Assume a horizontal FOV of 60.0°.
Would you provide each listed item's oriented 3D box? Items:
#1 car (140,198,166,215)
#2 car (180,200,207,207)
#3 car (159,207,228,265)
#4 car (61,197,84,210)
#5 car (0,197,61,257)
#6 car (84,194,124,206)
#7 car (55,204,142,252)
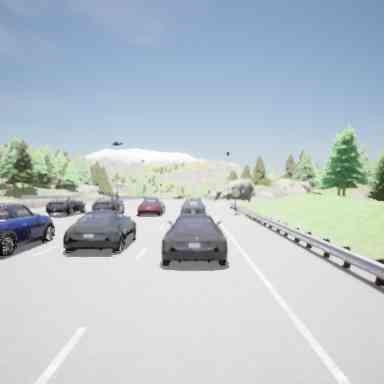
[{"bbox_3d":[-3.365,1.219,28.156,1.994,1.385,4.181,0,0,0],"label":"car"},{"bbox_3d":[0.098,1.249,23.859,2.033,1.411,5.357,0,1,1],"label":"car"},{"bbox_3d":[0.089,1.420,11.154,1.994,1.385,4.181,0,1,1],"label":"car"},{"bbox_3d":[-10.371,1.144,27.610,2.128,1.511,4.902,0,1,1],"label":"car"},{"bbox_3d":[-6.903,1.191,12.293,2.097,1.767,4.553,0,1,0],"label":"car"},{"bbox_3d":[-6.871,1.148,27.616,2.128,1.511,4.902,0,1,1],"label":"car"},{"bbox_3d":[-3.398,1.397,12.982,1.994,1.385,4.181,0,1,0],"label":"car"}]
